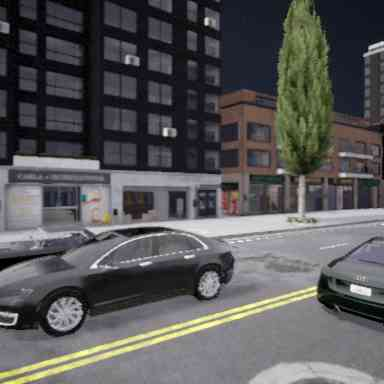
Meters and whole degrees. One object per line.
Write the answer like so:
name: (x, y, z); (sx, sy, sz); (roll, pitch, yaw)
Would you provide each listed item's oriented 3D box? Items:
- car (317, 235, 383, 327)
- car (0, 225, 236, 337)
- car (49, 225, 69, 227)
car: (4.363, 1.558, 6.552); (4.181, 1.385, 1.994); (0, 0, -35)
car: (-1.291, 1.503, 6.754); (4.892, 1.490, 1.837); (0, 0, -35)
car: (-3.895, 1.600, 8.892); (4.718, 1.301, 1.895); (0, 0, -35)
